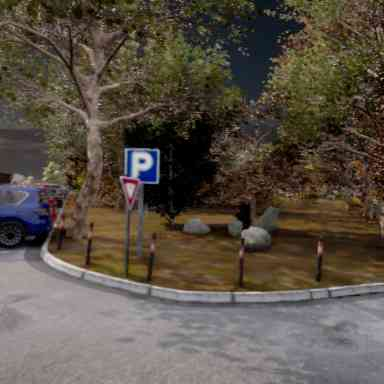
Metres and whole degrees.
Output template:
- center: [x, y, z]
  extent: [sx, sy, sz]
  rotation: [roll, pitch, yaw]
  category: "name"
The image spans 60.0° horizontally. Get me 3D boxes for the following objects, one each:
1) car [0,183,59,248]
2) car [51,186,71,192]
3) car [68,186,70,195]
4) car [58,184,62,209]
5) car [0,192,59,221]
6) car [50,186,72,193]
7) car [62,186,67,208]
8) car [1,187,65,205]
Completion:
- center: [-7.713, 0.766, 11.358]
  extent: [5.566, 2.045, 2.435]
  rotation: [2, 1, -19]
  category: "car"
- center: [-34.858, -0.722, 88.854]
  extent: [4.892, 1.521, 2.231]
  rotation: [2, 0, -19]
  category: "car"
- center: [-20.572, 0.051, 48.026]
  extent: [4.674, 1.452, 2.002]
  rotation: [2, 1, -19]
  category: "car"
- center: [-8.596, 0.689, 13.867]
  extent: [5.566, 2.045, 2.435]
  rotation: [2, 1, -19]
  category: "car"
- center: [-10.430, 0.786, 19.131]
  extent: [5.008, 1.535, 2.097]
  rotation: [2, 1, -19]
  category: "car"
- center: [-33.767, -0.671, 85.768]
  extent: [5.008, 1.535, 2.097]
  rotation: [2, 0, -19]
  category: "car"
- center: [-11.367, 0.459, 21.747]
  extent: [5.566, 2.045, 2.435]
  rotation: [2, 1, -19]
  category: "car"
- center: [-15.219, 0.415, 32.203]
  extent: [5.366, 1.575, 1.946]
  rotation: [2, 1, -19]
  category: "car"
